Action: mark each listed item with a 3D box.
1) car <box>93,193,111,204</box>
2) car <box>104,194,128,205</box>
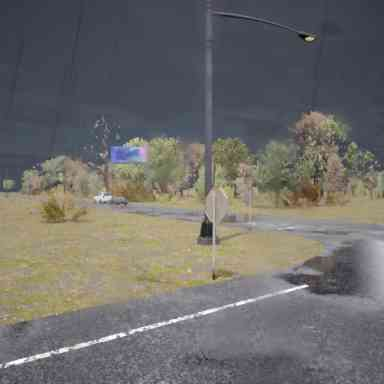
[{"bbox_3d":[-16.281,1.112,60.944,2.150,2.045,5.566,0,0,-34],"label":"car"},{"bbox_3d":[-12.275,1.451,55.003,2.033,1.411,5.357,0,0,-33],"label":"car"}]
